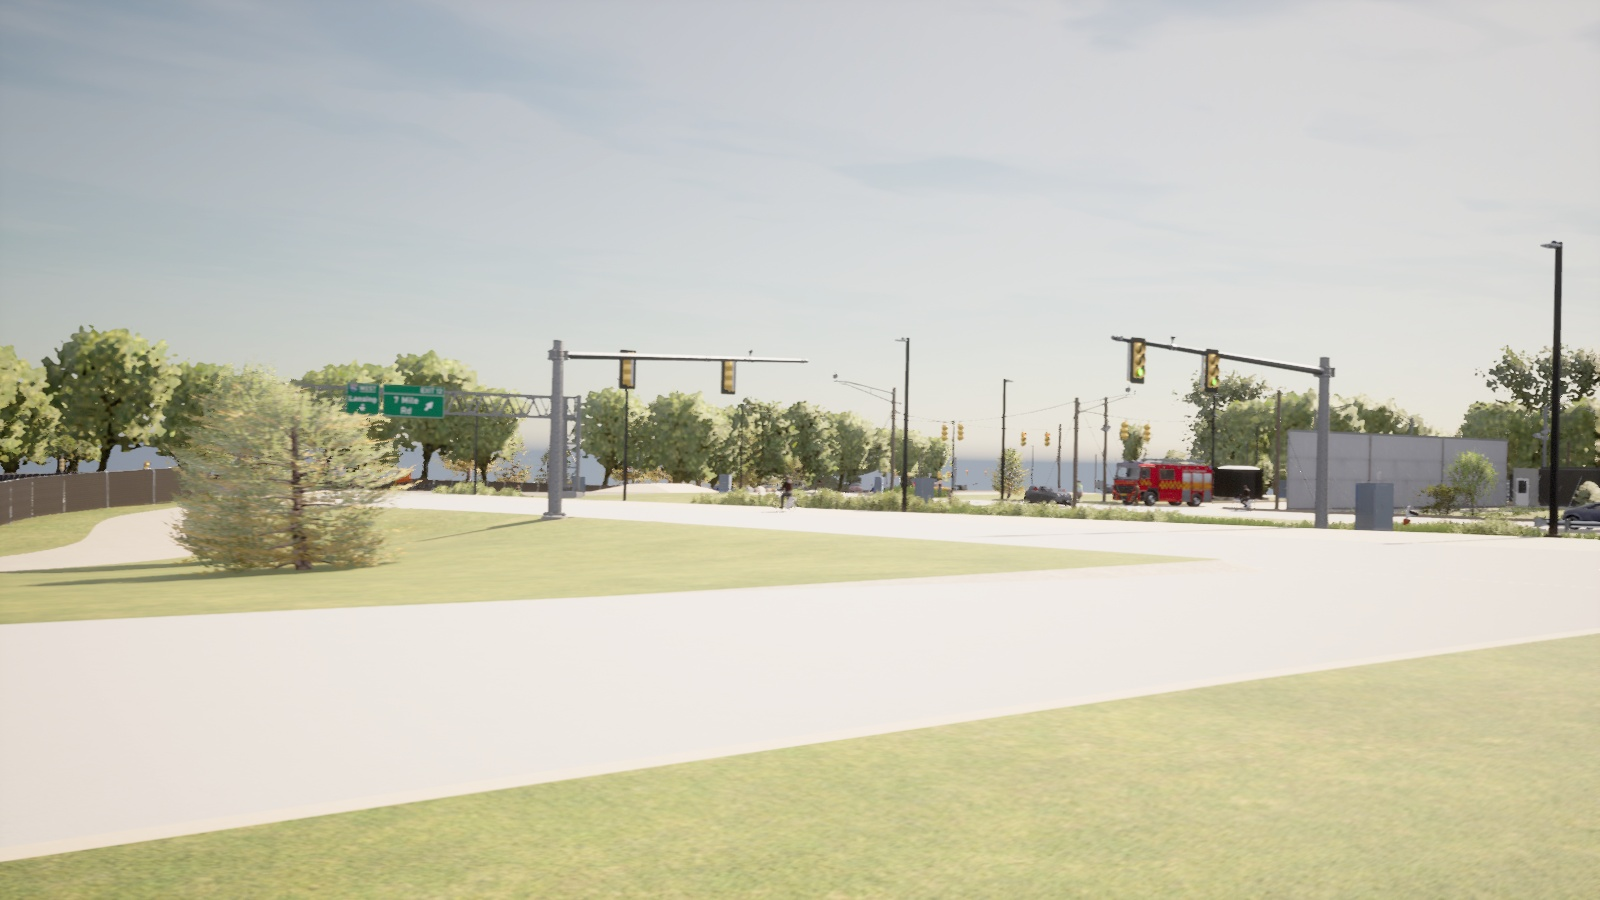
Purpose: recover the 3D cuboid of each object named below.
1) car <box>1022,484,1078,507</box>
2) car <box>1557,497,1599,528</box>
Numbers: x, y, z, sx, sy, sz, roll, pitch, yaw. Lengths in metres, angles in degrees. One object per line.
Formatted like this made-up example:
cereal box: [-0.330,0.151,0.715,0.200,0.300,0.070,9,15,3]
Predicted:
car: [17.680,3.214,88.888,1.845,1.501,3.633,1,-1,-34]
car: [38.062,2.949,58.679,1.994,1.385,4.181,1,-1,-35]
